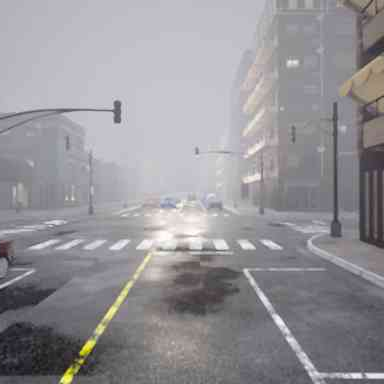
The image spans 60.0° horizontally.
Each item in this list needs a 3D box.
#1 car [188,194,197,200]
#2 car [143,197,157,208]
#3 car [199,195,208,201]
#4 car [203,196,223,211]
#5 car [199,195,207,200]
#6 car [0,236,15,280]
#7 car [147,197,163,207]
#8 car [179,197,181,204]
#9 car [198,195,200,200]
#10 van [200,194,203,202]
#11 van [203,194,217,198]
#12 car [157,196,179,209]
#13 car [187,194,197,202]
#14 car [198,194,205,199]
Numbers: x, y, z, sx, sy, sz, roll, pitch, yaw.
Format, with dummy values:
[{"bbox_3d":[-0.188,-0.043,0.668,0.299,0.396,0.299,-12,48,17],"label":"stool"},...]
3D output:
[{"bbox_3d":[0.036,1.179,79.584,2.128,1.511,4.902,0,0,0],"label":"car"},{"bbox_3d":[-5.658,1.496,45.223,1.802,1.307,4.206,1,0,0],"label":"car"},{"bbox_3d":[2.739,1.390,78.739,1.947,1.339,4.313,1,0,0],"label":"car"},{"bbox_3d":[2.720,1.478,39.675,2.008,1.369,4.403,1,0,0],"label":"car"},{"bbox_3d":[2.742,1.372,84.320,1.947,1.339,4.313,1,0,0],"label":"car"},{"bbox_3d":[-5.643,1.535,7.159,1.887,1.381,4.507,1,0,0],"label":"car"},{"bbox_3d":[-5.655,1.446,50.803,1.887,1.381,4.507,1,0,0],"label":"car"},{"bbox_3d":[-3.014,1.443,59.258,1.994,1.385,4.181,0,0,1],"label":"car"},{"bbox_3d":[2.734,1.382,67.747,1.752,1.417,4.829,1,0,0],"label":"car"},{"bbox_3d":[2.731,1.228,56.416,1.690,1.788,3.998,1,0,0],"label":"van"},{"bbox_3d":[2.726,1.255,45.253,1.690,1.788,3.998,1,0,0],"label":"van"},{"bbox_3d":[-3.062,1.395,43.919,1.882,1.535,5.008,0,0,0],"label":"car"},{"bbox_3d":[0.033,1.199,69.546,2.097,1.767,4.553,0,0,0],"label":"car"},{"bbox_3d":[2.748,1.313,95.482,1.887,1.381,4.507,1,0,0],"label":"car"}]
